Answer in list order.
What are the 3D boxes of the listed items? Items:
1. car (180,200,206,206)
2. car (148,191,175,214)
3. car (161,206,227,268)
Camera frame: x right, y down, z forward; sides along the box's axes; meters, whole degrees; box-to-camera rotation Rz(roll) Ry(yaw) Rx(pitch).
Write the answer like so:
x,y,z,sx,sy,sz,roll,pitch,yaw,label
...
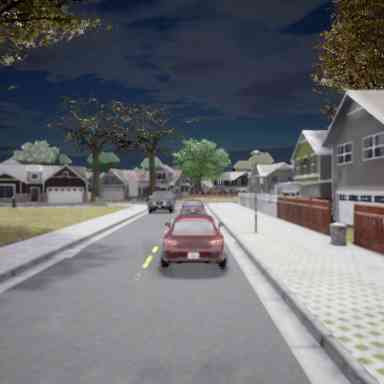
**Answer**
x,y,z,sx,sy,sz,roll,pitch,yaw,label
0.081,1.286,25.283,2.033,1.411,5.357,0,1,1,car
-2.767,0.902,31.352,2.150,2.045,5.566,0,0,0,car
0.067,1.413,10.679,1.812,1.442,4.674,0,1,1,car
